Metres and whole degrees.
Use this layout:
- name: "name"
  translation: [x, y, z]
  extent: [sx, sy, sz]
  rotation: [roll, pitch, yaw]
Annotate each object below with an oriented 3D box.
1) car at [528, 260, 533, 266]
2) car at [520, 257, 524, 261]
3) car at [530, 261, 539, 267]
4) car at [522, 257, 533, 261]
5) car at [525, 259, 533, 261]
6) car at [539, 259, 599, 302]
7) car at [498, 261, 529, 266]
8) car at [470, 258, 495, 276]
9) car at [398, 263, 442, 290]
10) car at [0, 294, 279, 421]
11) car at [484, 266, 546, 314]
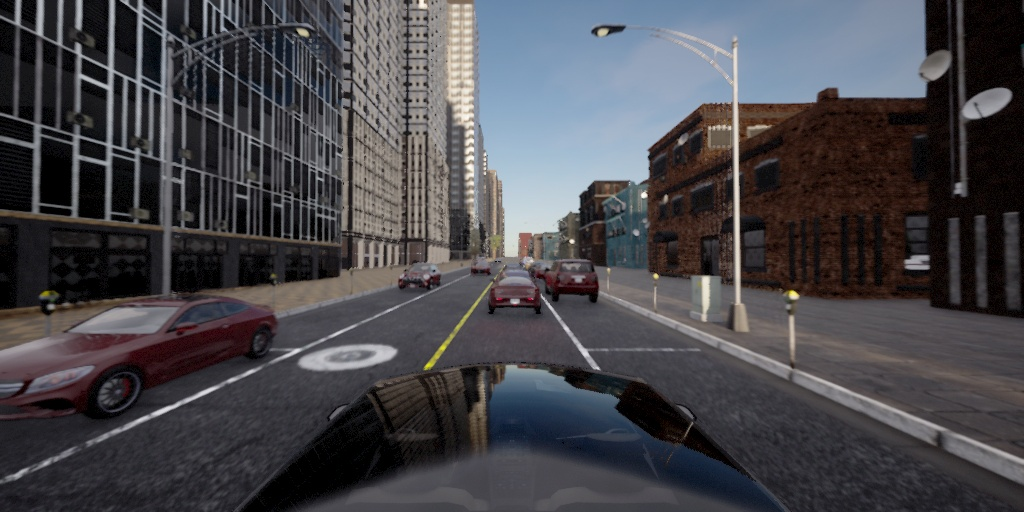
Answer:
- name: "car"
  translation: [2.683, 1.318, 33.595]
  extent: [1.948, 1.339, 4.313]
  rotation: [0, 0, 0]
- name: "car"
  translation: [2.678, 1.295, 55.108]
  extent: [2.007, 1.370, 4.403]
  rotation: [0, 0, 0]
- name: "car"
  translation: [2.684, 1.299, 28.049]
  extent: [1.888, 1.381, 4.507]
  rotation: [0, 0, 0]
- name: "car"
  translation: [2.679, 1.272, 49.800]
  extent: [1.751, 1.417, 4.829]
  rotation: [0, 0, 0]
- name: "car"
  translation: [2.682, 1.316, 39.139]
  extent: [1.948, 1.339, 4.313]
  rotation: [0, 0, 0]
- name: "car"
  translation: [2.688, 1.069, 16.957]
  extent: [2.192, 1.841, 5.009]
  rotation: [0, 0, 0]
- name: "car"
  translation: [0.094, 1.317, 29.802]
  extent: [1.994, 1.385, 4.181]
  rotation: [0, 0, 0]
- name: "car"
  translation: [-3.104, 1.228, 36.686]
  extent: [1.882, 1.535, 5.008]
  rotation: [0, 0, 0]
- name: "car"
  translation: [-5.695, 1.194, 22.497]
  extent: [1.967, 1.591, 4.097]
  rotation: [0, 0, 0]
- name: "car"
  translation: [-5.691, 1.333, 5.859]
  extent: [1.802, 1.307, 4.207]
  rotation: [0, 0, 0]
- name: "car"
  translation: [0.098, 1.280, 13.768]
  extent: [1.812, 1.442, 4.674]
  rotation: [0, 0, 0]
